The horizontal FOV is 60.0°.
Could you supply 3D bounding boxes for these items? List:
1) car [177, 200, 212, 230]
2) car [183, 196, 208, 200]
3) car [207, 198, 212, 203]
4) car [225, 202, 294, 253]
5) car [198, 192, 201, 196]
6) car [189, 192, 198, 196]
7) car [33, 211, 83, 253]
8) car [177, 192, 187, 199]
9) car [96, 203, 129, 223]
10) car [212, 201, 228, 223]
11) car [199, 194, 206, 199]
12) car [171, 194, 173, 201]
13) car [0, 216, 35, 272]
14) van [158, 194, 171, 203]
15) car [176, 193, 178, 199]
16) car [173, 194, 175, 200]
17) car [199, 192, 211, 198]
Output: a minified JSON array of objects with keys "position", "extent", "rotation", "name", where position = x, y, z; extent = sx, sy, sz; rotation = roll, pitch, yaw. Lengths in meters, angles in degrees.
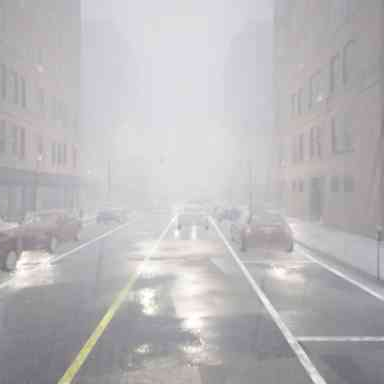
[{"position":[0.082,1.481,20.696],"extent":[1.812,1.442,4.674],"rotation":[0,0,1],"name":"car"},{"position":[0.408,1.453,35.018],"extent":[1.812,1.442,4.674],"rotation":[0,0,6],"name":"car"},{"position":[2.683,1.486,30.359],"extent":[2.008,1.369,4.403],"rotation":[0,0,0],"name":"car"},{"position":[2.675,1.410,13.576],"extent":[1.967,1.590,4.097],"rotation":[0,0,0],"name":"car"},{"position":[2.899,1.289,76.346],"extent":[1.967,1.590,4.097],"rotation":[0,0,0],"name":"car"},{"position":[0.314,1.306,92.915],"extent":[1.994,1.385,4.181],"rotation":[0,0,0],"name":"car"},{"position":[-5.851,1.515,13.572],"extent":[1.887,1.381,4.507],"rotation":[0,0,0],"name":"car"},{"position":[-2.686,1.316,93.156],"extent":[1.837,1.490,4.892],"rotation":[0,0,0],"name":"car"},{"position":[-5.845,1.498,24.764],"extent":[2.008,1.369,4.403],"rotation":[0,0,0],"name":"car"},{"position":[2.681,1.529,24.765],"extent":[1.802,1.307,4.206],"rotation":[0,0,0],"name":"car"},{"position":[2.983,1.340,93.524],"extent":[1.752,1.417,4.829],"rotation":[0,0,0],"name":"car"},{"position":[-5.655,1.300,70.717],"extent":[1.967,1.590,4.097],"rotation":[0,0,0],"name":"car"},{"position":[-5.854,1.527,7.976],"extent":[1.887,1.381,4.507],"rotation":[0,0,0],"name":"car"},{"position":[-5.683,1.211,65.048],"extent":[1.690,1.788,3.998],"rotation":[0,0,0],"name":"van"},{"position":[-5.571,1.393,87.722],"extent":[1.947,1.339,4.313],"rotation":[0,0,0],"name":"car"},{"position":[-5.627,1.415,76.385],"extent":[1.947,1.339,4.313],"rotation":[0,0,0],"name":"car"},{"position":[2.843,1.310,65.008],"extent":[1.967,1.590,4.097],"rotation":[0,0,0],"name":"car"}]
